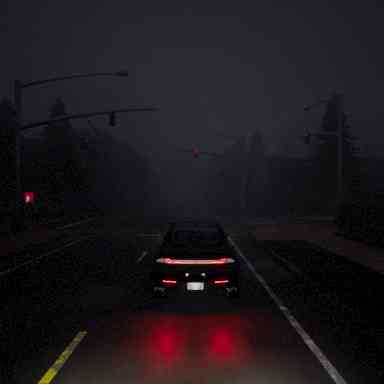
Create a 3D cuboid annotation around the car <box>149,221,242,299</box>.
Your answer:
[{"bbox_3d":[0.084,1.492,8.444,2.128,1.511,4.902,0,0,0],"label":"car"}]

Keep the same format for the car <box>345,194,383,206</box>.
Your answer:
[{"bbox_3d":[15.881,1.202,28.964,5.566,2.045,2.150,0,0,-8],"label":"car"}]
